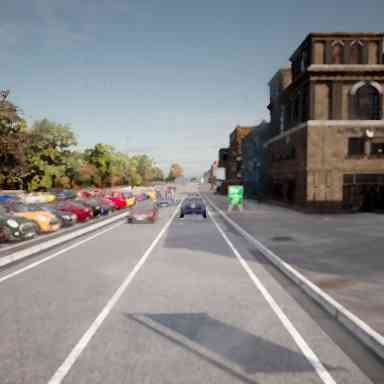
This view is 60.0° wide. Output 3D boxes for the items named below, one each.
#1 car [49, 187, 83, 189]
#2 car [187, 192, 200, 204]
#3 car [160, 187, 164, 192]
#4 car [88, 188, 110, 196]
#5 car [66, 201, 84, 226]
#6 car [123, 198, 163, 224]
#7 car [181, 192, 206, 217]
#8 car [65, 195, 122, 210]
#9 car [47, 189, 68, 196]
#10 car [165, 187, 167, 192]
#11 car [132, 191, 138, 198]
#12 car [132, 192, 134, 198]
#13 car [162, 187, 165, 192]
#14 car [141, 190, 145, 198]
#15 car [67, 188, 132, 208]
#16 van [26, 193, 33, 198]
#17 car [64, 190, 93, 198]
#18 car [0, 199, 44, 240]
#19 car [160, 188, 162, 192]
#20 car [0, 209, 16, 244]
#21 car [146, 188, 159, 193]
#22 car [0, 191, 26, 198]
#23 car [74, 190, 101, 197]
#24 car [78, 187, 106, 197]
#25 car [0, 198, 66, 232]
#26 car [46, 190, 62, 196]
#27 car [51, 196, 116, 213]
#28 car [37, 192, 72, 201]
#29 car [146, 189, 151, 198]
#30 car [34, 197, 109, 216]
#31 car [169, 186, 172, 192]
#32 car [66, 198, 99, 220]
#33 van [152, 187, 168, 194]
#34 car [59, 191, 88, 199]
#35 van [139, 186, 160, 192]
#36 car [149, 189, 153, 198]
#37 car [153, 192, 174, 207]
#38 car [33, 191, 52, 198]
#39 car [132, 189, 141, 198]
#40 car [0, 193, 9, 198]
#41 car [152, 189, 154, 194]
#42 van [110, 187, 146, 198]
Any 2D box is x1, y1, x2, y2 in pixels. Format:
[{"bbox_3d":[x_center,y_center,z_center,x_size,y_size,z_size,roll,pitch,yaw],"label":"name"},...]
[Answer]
[{"bbox_3d":[-22.438,0.389,57.410,5.566,2.045,2.435,0,1,1],"label":"car"},{"bbox_3d":[0.168,0.834,48.943,1.837,1.490,4.892,0,1,0],"label":"car"},{"bbox_3d":[-9.233,0.256,74.015,4.674,1.452,2.002,0,1,1],"label":"car"},{"bbox_3d":[-22.289,-0.059,79.685,4.553,1.767,2.185,0,2,1],"label":"car"},{"bbox_3d":[-9.728,1.501,21.130,4.674,1.452,2.002,0,1,1],"label":"car"},{"bbox_3d":[-3.336,1.405,23.585,1.812,1.442,4.674,0,1,0],"label":"car"},{"bbox_3d":[0.115,1.148,28.684,2.097,1.767,4.553,0,1,0],"label":"car"},{"bbox_3d":[-9.618,1.297,32.280,4.674,1.452,2.002,0,1,1],"label":"car"},{"bbox_3d":[-22.525,0.779,51.848,4.892,1.521,2.231,0,1,1],"label":"car"},{"bbox_3d":[-9.184,0.071,79.580,4.892,1.521,2.231,0,2,1],"label":"car"},{"bbox_3d":[-9.728,1.051,40.627,5.366,1.575,1.946,0,1,1],"label":"car"},{"bbox_3d":[-9.564,1.121,37.843,5.008,1.535,2.097,0,1,1],"label":"car"},{"bbox_3d":[-9.173,0.018,76.792,4.553,1.767,2.185,0,2,1],"label":"car"},{"bbox_3d":[-9.497,0.919,46.190,4.892,1.521,2.231,0,1,1],"label":"car"},{"bbox_3d":[-9.623,0.938,35.055,5.566,2.045,2.435,0,1,1],"label":"car"},{"bbox_3d":[-22.506,0.825,40.705,4.442,1.987,1.878,0,1,1],"label":"van"},{"bbox_3d":[-22.382,0.428,65.767,5.008,1.535,2.097,0,1,1],"label":"car"},{"bbox_3d":[-9.809,1.389,15.562,4.553,1.767,2.185,0,0,1],"label":"car"},{"bbox_3d":[-9.253,0.390,68.450,4.792,1.488,2.163,0,1,1],"label":"car"},{"bbox_3d":[-9.833,1.557,12.775,4.792,1.488,2.163,0,0,1],"label":"car"},{"bbox_3d":[-9.175,0.569,60.101,5.366,1.575,1.946,0,1,1],"label":"car"},{"bbox_3d":[-22.620,0.867,37.921,5.566,2.045,2.435,0,1,1],"label":"car"},{"bbox_3d":[-22.340,0.285,71.335,5.008,1.535,2.097,0,1,1],"label":"car"},{"bbox_3d":[-22.281,-0.039,74.114,5.566,2.045,2.435,0,1,1],"label":"car"},{"bbox_3d":[-9.783,1.366,18.342,4.553,1.767,2.185,0,1,1],"label":"car"},{"bbox_3d":[-22.549,0.847,49.064,5.008,1.535,2.097,0,1,1],"label":"car"},{"bbox_3d":[-9.618,1.349,29.495,4.792,1.488,2.163,0,1,1],"label":"car"},{"bbox_3d":[-22.520,0.739,54.631,4.792,1.488,2.163,0,1,1],"label":"car"},{"bbox_3d":[-9.444,0.781,51.755,5.008,1.535,2.097,0,1,1],"label":"car"},{"bbox_3d":[-9.668,1.375,26.708,5.008,1.535,2.097,0,1,1],"label":"car"},{"bbox_3d":[-9.045,-0.478,90.701,5.566,2.045,2.435,0,2,1],"label":"car"},{"bbox_3d":[-9.693,1.422,23.919,5.008,1.535,2.097,0,1,1],"label":"car"},{"bbox_3d":[-8.932,-0.524,93.359,4.442,1.987,1.878,0,2,1],"label":"van"},{"bbox_3d":[-22.416,0.539,62.985,4.674,1.452,2.002,0,1,1],"label":"car"},{"bbox_3d":[-9.191,0.207,65.598,4.442,1.987,1.878,0,1,1],"label":"van"},{"bbox_3d":[-9.407,0.712,54.537,5.008,1.535,2.097,0,1,1],"label":"car"},{"bbox_3d":[-3.209,1.073,41.172,2.033,1.411,5.357,0,1,0],"label":"car"},{"bbox_3d":[-22.573,0.955,46.280,4.674,1.452,2.002,0,1,1],"label":"car"},{"bbox_3d":[-9.487,0.863,43.280,4.553,1.767,2.185,0,1,1],"label":"car"},{"bbox_3d":[-22.860,1.183,35.145,5.366,1.575,1.946,0,1,1],"label":"car"},{"bbox_3d":[-9.389,0.683,57.322,4.674,1.452,2.002,0,1,1],"label":"car"},{"bbox_3d":[-9.581,0.624,48.968,4.442,1.987,1.878,0,1,1],"label":"van"}]
